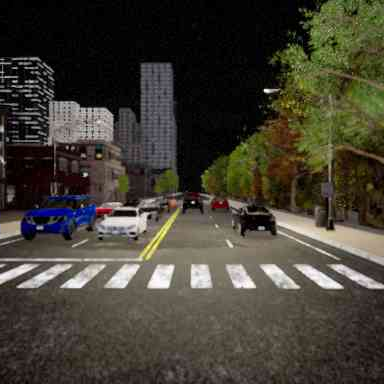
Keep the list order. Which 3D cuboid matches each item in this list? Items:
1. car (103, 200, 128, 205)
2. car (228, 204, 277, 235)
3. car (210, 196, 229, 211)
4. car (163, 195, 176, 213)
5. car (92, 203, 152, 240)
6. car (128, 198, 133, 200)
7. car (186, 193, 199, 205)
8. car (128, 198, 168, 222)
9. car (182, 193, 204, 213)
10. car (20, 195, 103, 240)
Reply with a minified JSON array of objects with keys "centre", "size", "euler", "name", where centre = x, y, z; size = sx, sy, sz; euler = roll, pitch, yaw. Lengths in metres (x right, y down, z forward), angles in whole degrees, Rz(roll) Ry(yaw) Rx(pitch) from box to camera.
[{"centre":[-6.576,1.564,27.018],"size":[1.895,1.301,4.718],"euler":[0,0,0],"name":"car"},{"centre":[3.346,1.480,18.433],"size":[1.837,1.490,4.892],"euler":[0,0,0],"name":"car"},{"centre":[3.342,1.296,40.573],"size":[2.097,1.767,4.553],"euler":[0,0,0],"name":"car"},{"centre":[-3.258,1.442,36.170],"size":[2.128,1.511,4.902],"euler":[0,0,0],"name":"car"},{"centre":[-3.349,1.503,16.863],"size":[1.812,1.442,4.674],"euler":[0,0,0],"name":"car"},{"centre":[-6.510,1.454,37.386],"size":[1.837,1.490,4.892],"euler":[0,0,0],"name":"car"},{"centre":[0.074,1.136,58.721],"size":[2.150,2.045,5.566],"euler":[0,0,0],"name":"car"},{"centre":[-3.331,1.456,26.084],"size":[2.128,1.511,4.902],"euler":[0,0,0],"name":"car"},{"centre":[0.093,1.172,36.133],"size":[2.150,2.045,5.566],"euler":[0,0,0],"name":"car"},{"centre":[-6.596,1.199,17.207],"size":[2.150,2.045,5.566],"euler":[0,0,0],"name":"car"}]
